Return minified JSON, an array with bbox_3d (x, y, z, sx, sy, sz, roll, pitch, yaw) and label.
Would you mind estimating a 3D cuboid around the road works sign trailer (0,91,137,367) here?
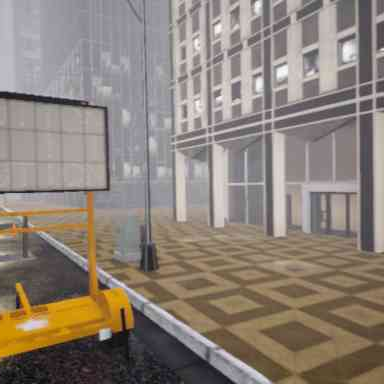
[{"bbox_3d":[-2.426,0.414,4.810,2.380,3.560,2.880,-2,1,-33],"label":"road works sign trailer"}]
